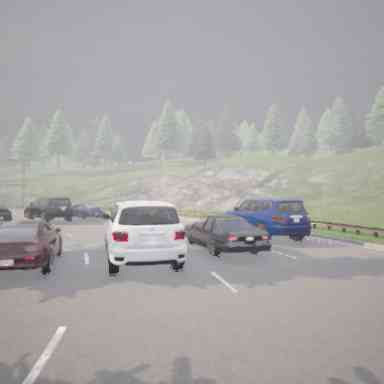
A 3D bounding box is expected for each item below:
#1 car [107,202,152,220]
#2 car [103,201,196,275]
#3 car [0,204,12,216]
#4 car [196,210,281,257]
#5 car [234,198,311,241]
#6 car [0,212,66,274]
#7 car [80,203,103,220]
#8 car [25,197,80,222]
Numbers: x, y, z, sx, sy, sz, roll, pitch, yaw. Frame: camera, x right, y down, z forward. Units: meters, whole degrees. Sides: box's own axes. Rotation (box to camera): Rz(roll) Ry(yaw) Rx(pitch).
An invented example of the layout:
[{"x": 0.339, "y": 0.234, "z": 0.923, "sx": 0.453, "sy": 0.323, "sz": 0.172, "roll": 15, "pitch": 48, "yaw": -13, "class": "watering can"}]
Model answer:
[{"x": -5.940, "y": 1.731, "z": 31.378, "sx": 1.837, "sy": 1.490, "sz": 4.892, "roll": 1, "pitch": -1, "yaw": -43, "class": "car"}, {"x": -1.732, "y": 1.304, "z": 11.090, "sx": 2.150, "sy": 2.045, "sz": 5.566, "roll": 0, "pitch": 0, "yaw": -15, "class": "car"}, {"x": -16.187, "y": 1.721, "z": 26.716, "sx": 4.892, "sy": 1.490, "sz": 1.837, "roll": -1, "pitch": -1, "yaw": 41, "class": "car"}, {"x": 1.153, "y": 1.638, "z": 13.559, "sx": 2.033, "sy": 1.411, "sz": 5.357, "roll": 0, "pitch": 0, "yaw": -18, "class": "car"}, {"x": 3.584, "y": 1.331, "z": 16.931, "sx": 2.150, "sy": 2.045, "sz": 5.566, "roll": 0, "pitch": 0, "yaw": -21, "class": "car"}, {"x": -5.254, "y": 1.609, "z": 10.515, "sx": 1.812, "sy": 1.442, "sz": 4.674, "roll": 0, "pitch": 0, "yaw": -16, "class": "car"}, {"x": -9.965, "y": 1.755, "z": 30.475, "sx": 4.674, "sy": 1.442, "sz": 1.812, "roll": 0, "pitch": -1, "yaw": 44, "class": "car"}, {"x": -11.905, "y": 1.435, "z": 27.633, "sx": 5.566, "sy": 2.045, "sz": 2.150, "roll": 0, "pitch": -1, "yaw": 44, "class": "car"}]
